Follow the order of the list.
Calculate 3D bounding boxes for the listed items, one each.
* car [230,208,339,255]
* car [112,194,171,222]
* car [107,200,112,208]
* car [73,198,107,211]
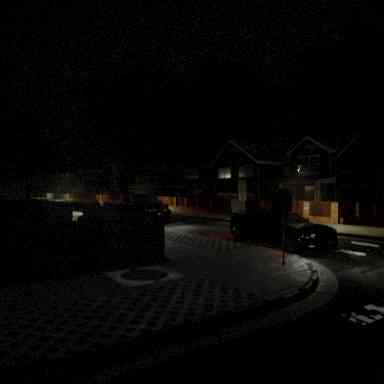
[{"bbox_3d":[3.561,1.457,13.710,1.882,1.535,5.008,0,0,-29],"label":"car"},{"bbox_3d":[-3.702,1.144,24.827,2.150,2.045,5.566,0,0,-35],"label":"car"},{"bbox_3d":[-8.386,1.473,36.665,1.895,1.301,4.718,0,0,-35],"label":"car"},{"bbox_3d":[-11.165,1.339,35.517,1.882,1.535,5.008,0,0,-35],"label":"car"}]
